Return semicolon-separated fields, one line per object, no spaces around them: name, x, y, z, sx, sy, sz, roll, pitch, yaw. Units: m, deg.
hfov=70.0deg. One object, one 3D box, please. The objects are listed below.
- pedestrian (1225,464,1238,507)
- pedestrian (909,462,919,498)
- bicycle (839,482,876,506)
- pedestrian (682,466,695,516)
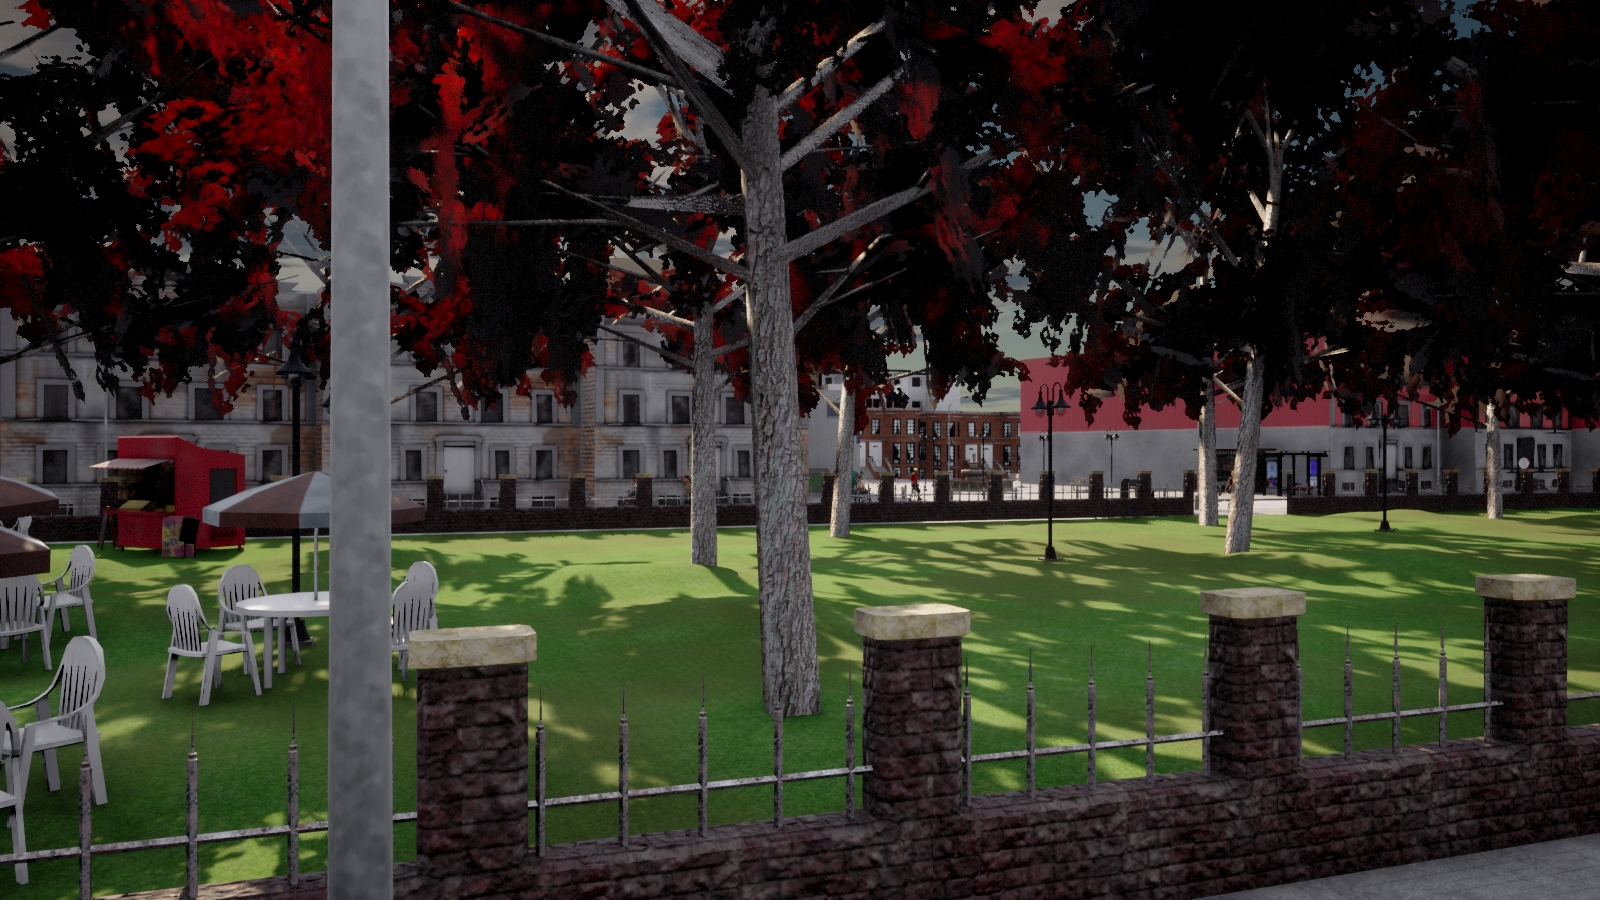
pedestrian;18.687;1.539;49.435;0.375;1.860;0.375;0;0;-21
pedestrian;5.838;1.535;58.546;0.375;1.860;0.375;0;0;-38
bicycle;2.650;2.044;52.989;1.487;1.080;0.859;0;0;-20
pedestrian;-4.153;1.527;42.670;0.375;1.860;0.375;0;0;-24
